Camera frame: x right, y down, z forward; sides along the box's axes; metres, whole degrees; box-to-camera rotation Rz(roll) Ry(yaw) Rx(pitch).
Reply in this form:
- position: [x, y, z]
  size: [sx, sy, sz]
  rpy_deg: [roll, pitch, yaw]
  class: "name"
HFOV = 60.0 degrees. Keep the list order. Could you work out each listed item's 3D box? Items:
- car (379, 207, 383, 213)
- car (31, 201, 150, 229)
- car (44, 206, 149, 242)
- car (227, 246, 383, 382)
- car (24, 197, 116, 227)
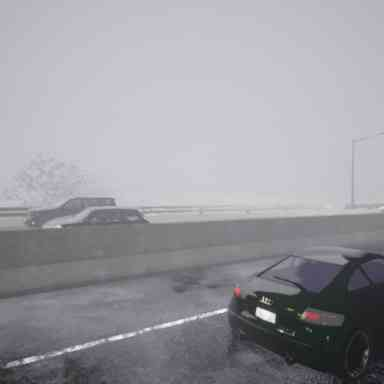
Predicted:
- position: [26.524, 2.211, 43.605]
  size: [5.008, 1.535, 1.882]
  rpy_deg: [1, -1, -34]
  class: "car"
- position: [-3.994, 1.416, 14.021]
  size: [4.553, 1.767, 2.097]
  rpy_deg: [1, -1, -35]
  class: "car"
- position: [-4.956, 1.574, 17.629]
  size: [4.902, 1.511, 2.128]
  rpy_deg: [1, -1, -35]
  class: "car"
- position: [2.615, 1.638, 5.592]
  size: [4.181, 1.385, 1.994]
  rpy_deg: [1, -1, -35]
  class: "car"
- position: [-7.142, 1.300, 20.374]
  size: [5.566, 2.045, 2.150]
  rpy_deg: [1, -1, -35]
  class: "car"
